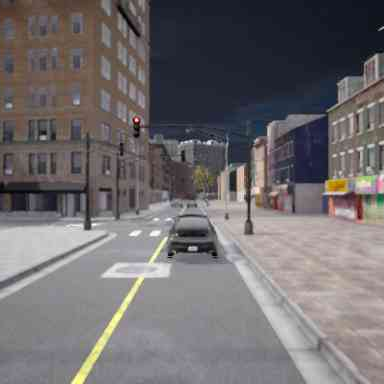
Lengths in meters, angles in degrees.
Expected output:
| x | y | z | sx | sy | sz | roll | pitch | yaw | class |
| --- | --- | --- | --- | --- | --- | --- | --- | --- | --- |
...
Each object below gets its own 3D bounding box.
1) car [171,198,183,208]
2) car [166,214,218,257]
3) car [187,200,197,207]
| x | y | z | sx | sy | sz | roll | pitch | yaw | class |
| --- | --- | --- | --- | --- | --- | --- | --- | --- | --- |
| -2.778 | 1.989 | 62.315 | 2.097 | 1.767 | 4.553 | 0 | -1 | 1 | car |
| -0.002 | 1.642 | 13.500 | 1.837 | 1.490 | 4.892 | 0 | 0 | -1 | car |
| 0.008 | 2.211 | 63.196 | 1.994 | 1.385 | 4.181 | 0 | -1 | 0 | car |
